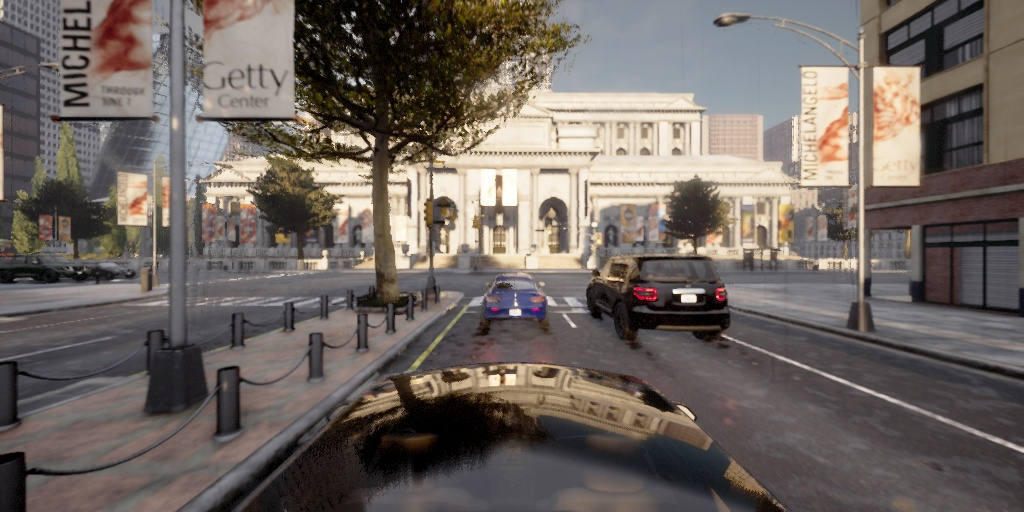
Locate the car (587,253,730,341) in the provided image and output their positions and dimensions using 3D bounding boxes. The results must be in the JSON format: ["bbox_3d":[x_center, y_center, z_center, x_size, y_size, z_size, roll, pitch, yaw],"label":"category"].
[{"bbox_3d":[3.601,0.955,9.936,2.150,2.045,5.566,0,0,1],"label":"car"}]

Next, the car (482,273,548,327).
[{"bbox_3d":[0.087,1.258,11.363,1.812,1.442,4.674,0,0,0],"label":"car"}]

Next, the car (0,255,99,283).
[{"bbox_3d":[-35.714,0.923,27.343,5.566,2.045,2.150,0,0,0],"label":"car"}]

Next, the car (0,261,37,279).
[{"bbox_3d":[-44.501,1.200,30.774,4.892,1.490,1.837,0,0,-1],"label":"car"}]

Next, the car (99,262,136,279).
[{"bbox_3d":[-35.249,1.221,30.827,4.674,1.442,1.812,0,0,0],"label":"car"}]
